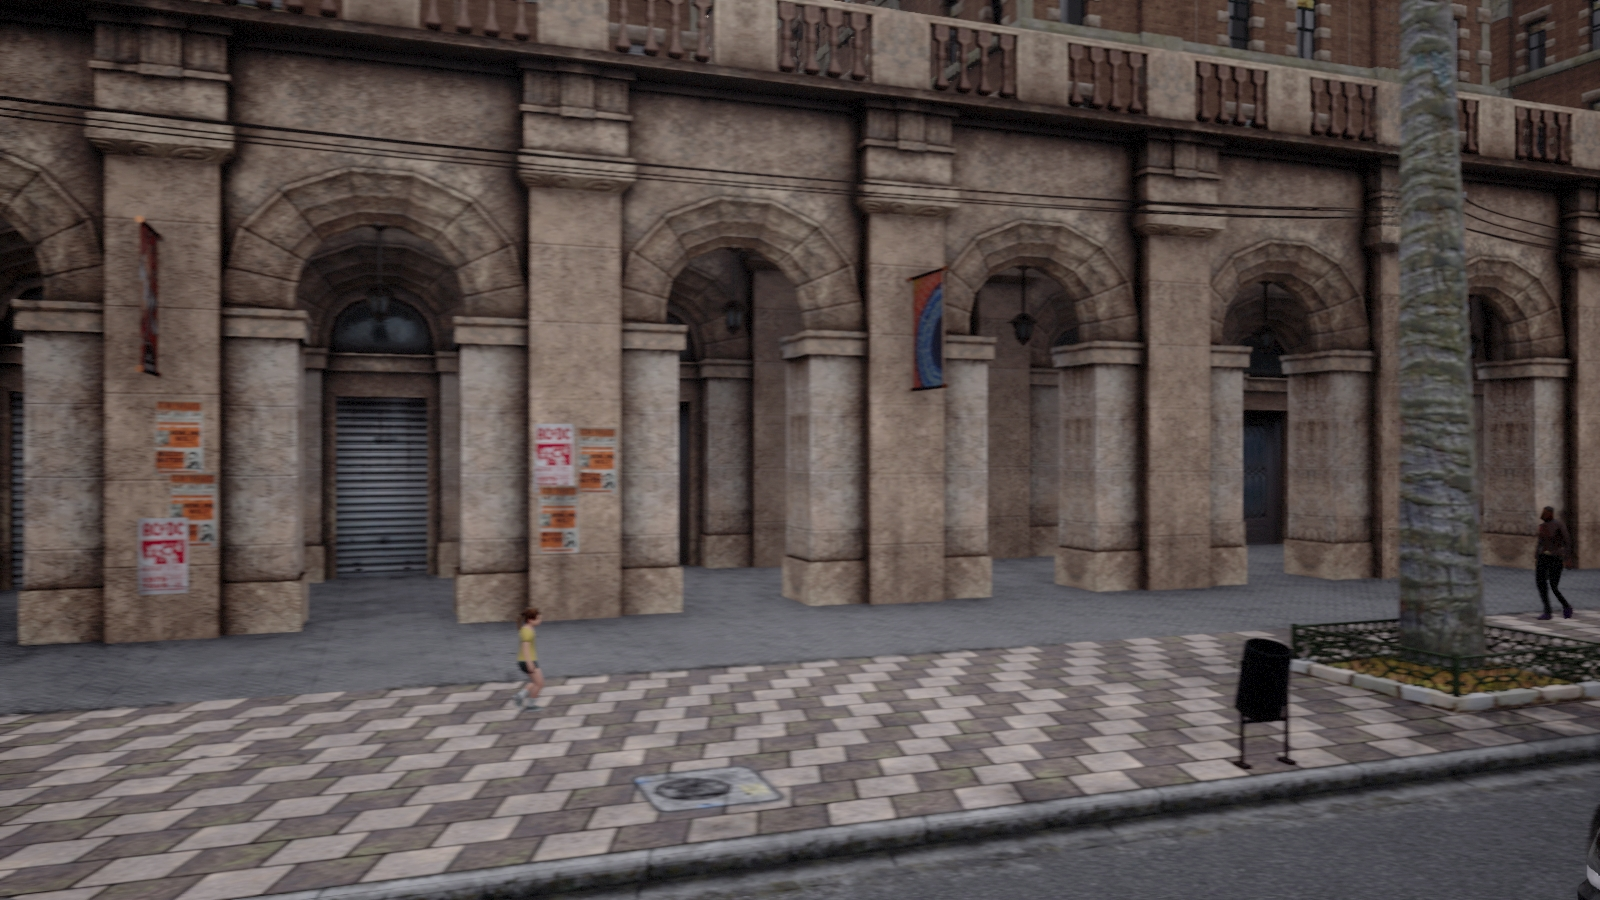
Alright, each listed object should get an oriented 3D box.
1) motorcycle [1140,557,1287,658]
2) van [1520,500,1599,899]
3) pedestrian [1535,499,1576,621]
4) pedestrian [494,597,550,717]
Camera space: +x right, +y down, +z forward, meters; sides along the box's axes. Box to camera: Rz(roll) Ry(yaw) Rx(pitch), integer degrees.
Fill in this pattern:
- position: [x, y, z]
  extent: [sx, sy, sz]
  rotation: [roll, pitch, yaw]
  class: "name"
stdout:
- position: [5.808, 2.182, 16.059]
  extent: [1.805, 1.236, 0.856]
  rotation: [0, 0, -20]
  class: "motorcycle"
- position: [6.685, 1.534, 5.735]
  extent: [5.915, 2.561, 1.988]
  rotation: [0, 0, -20]
  class: "van"
- position: [11.751, 1.696, 17.773]
  extent: [0.375, 1.860, 0.375]
  rotation: [0, 0, -19]
  class: "pedestrian"
- position: [-2.813, 2.076, 11.537]
  extent: [0.500, 1.100, 0.500]
  rotation: [0, 0, -20]
  class: "pedestrian"
